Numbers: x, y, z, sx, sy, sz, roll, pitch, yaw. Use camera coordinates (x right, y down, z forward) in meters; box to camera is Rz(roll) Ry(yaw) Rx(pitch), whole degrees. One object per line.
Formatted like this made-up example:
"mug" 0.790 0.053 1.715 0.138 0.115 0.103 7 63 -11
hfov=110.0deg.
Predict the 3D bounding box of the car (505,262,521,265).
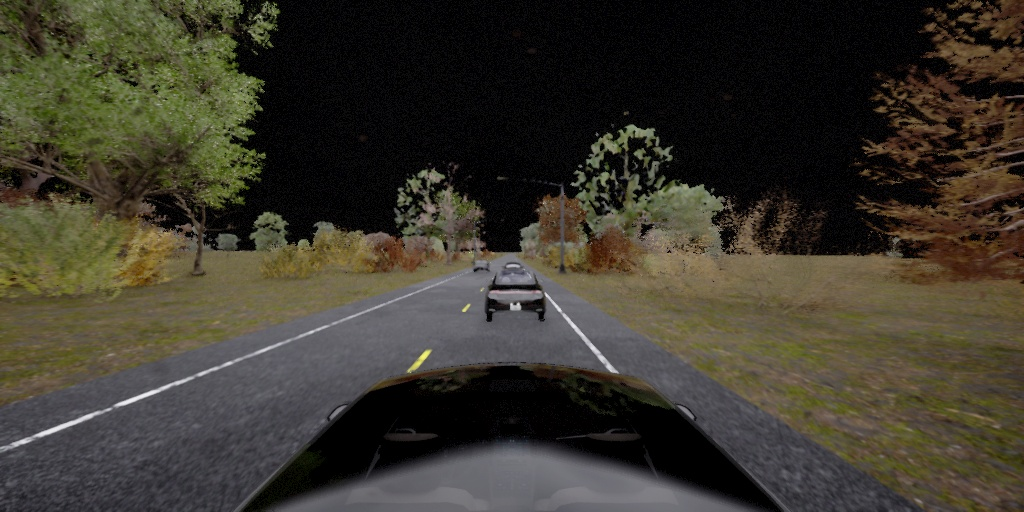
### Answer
"car" 0.090 1.247 30.382 1.812 1.442 4.674 0 0 0

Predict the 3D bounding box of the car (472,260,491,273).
"car" -3.603 1.202 43.018 1.837 1.490 4.892 0 0 0

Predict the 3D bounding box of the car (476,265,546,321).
"car" 0.102 1.234 12.474 2.128 1.511 4.902 0 0 0
